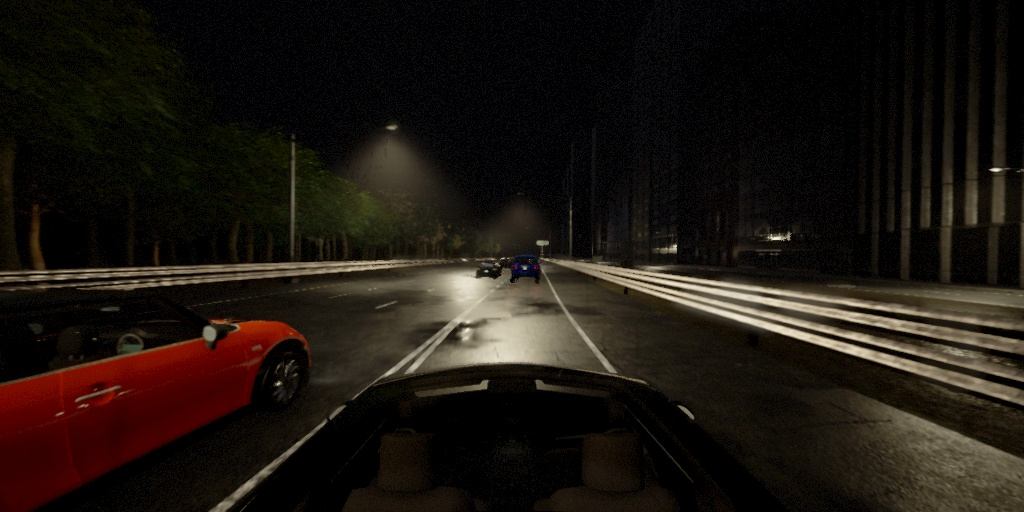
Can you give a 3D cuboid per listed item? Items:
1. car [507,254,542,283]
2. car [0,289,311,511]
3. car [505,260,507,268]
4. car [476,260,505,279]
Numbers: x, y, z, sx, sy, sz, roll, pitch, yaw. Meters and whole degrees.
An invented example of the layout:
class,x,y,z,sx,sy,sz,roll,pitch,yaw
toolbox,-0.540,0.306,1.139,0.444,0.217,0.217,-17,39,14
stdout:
class,x,y,z,sx,sy,sz,roll,pitch,yaw
car,1.154,0.979,28.429,2.150,2.045,5.566,0,0,5
car,-3.993,1.068,3.248,2.097,1.767,4.553,0,0,4
car,-0.927,1.240,50.880,1.837,1.490,4.892,1,0,4
car,-2.069,1.291,32.897,1.994,1.385,4.181,1,0,4
